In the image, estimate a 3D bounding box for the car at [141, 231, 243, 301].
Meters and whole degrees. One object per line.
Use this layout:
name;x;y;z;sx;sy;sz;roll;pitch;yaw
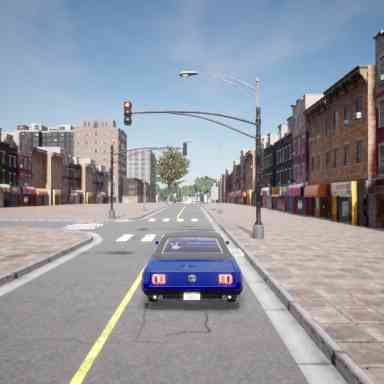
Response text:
car;0.009;1.612;8.267;1.895;1.301;4.718;0;0;0
